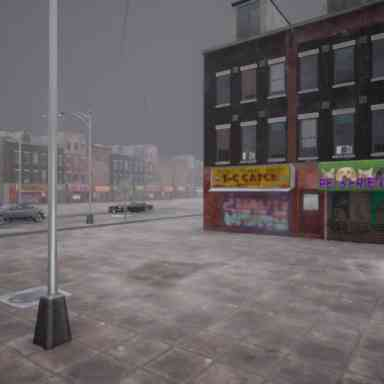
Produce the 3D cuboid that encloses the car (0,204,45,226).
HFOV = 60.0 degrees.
[{"bbox_3d":[-12.622,1.515,23.386,1.994,1.385,4.181,0,0,36],"label":"car"}]

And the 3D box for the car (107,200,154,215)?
[{"bbox_3d":[-5.995,1.509,32.769,1.895,1.301,4.718,0,0,35],"label":"car"}]
